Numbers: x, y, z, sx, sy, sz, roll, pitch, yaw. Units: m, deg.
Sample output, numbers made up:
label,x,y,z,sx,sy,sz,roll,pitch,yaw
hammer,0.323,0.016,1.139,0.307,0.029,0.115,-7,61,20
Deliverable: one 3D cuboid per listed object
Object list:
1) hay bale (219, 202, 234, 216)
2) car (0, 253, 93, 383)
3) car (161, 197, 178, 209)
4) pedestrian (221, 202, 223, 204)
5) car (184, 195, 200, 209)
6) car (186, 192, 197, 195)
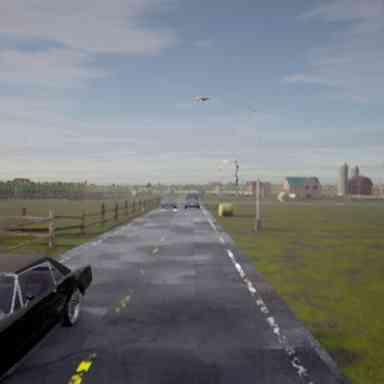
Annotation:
label,x,y,z,sx,sy,sz,roll,pitch,yaw
hay bale,3.117,1.571,30.283,1.220,1.180,1.240,1,1,0
car,-2.855,1.588,4.246,1.895,1.301,4.718,0,0,0
car,-2.859,1.389,42.618,1.837,1.490,4.892,0,0,0
pedestrian,2.808,1.502,31.415,0.375,1.300,0.375,-1,1,3
car,0.020,1.446,43.011,1.994,1.385,4.181,0,0,0
car,-0.028,1.076,53.675,2.150,2.045,5.566,0,0,0
